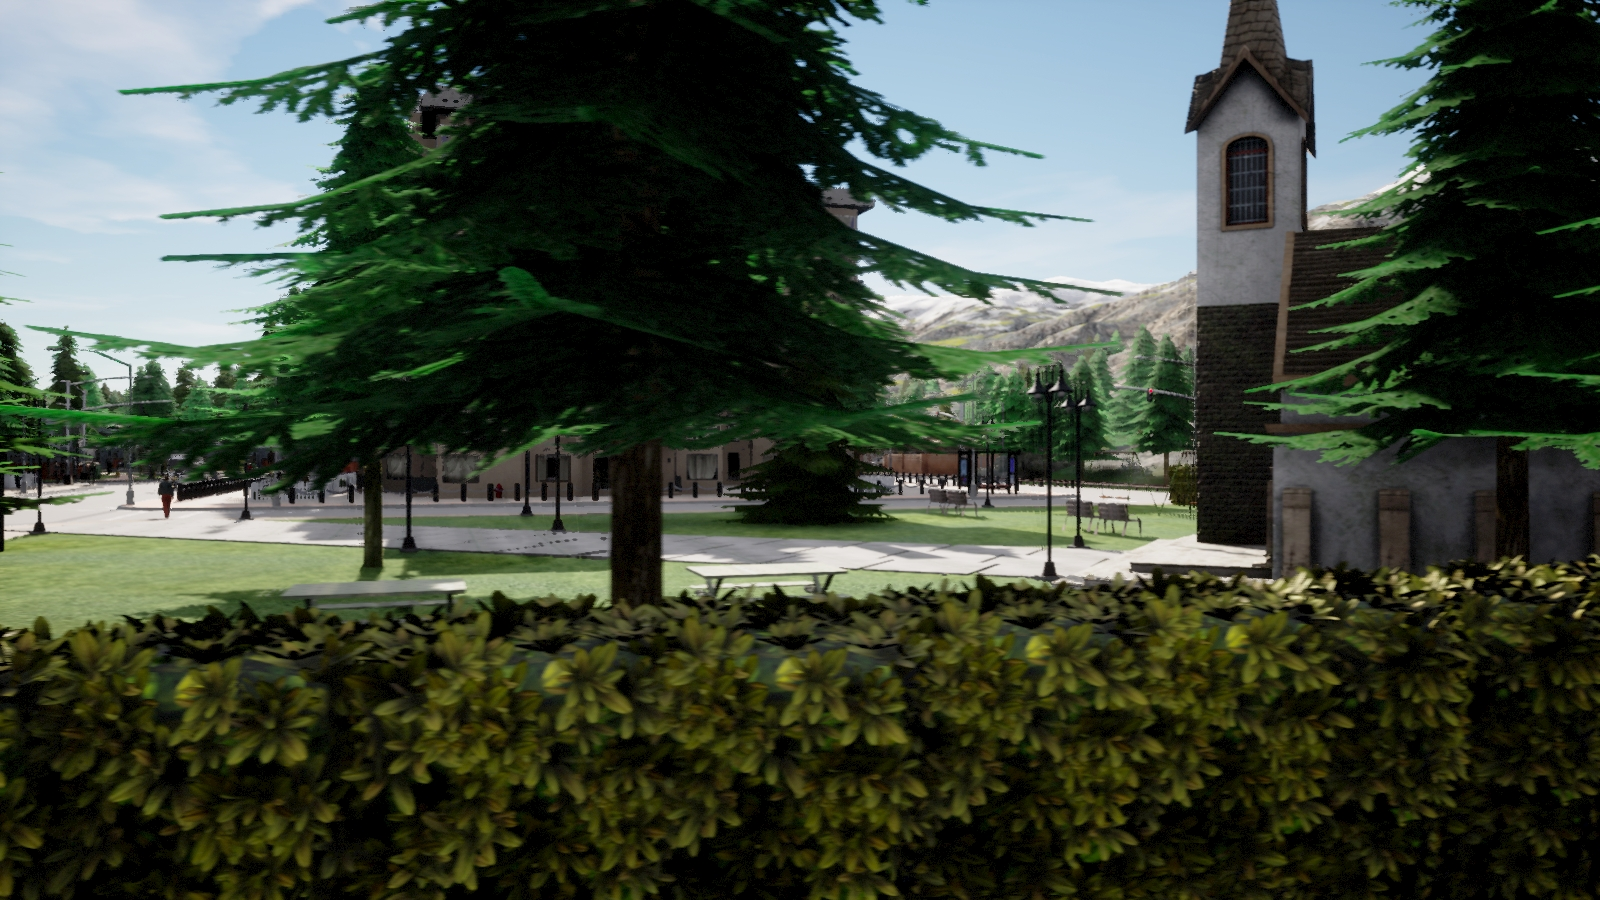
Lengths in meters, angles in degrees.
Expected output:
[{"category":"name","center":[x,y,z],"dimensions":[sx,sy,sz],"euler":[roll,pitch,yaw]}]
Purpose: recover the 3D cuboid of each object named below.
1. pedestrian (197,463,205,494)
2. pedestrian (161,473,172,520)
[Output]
[{"category":"pedestrian","center":[-36.388,1.730,69.380],"dimensions":[0.375,1.860,0.375],"euler":[0,0,-17]},{"category":"pedestrian","center":[-25.344,1.855,45.706],"dimensions":[0.375,1.860,0.375],"euler":[0,0,-25]}]
